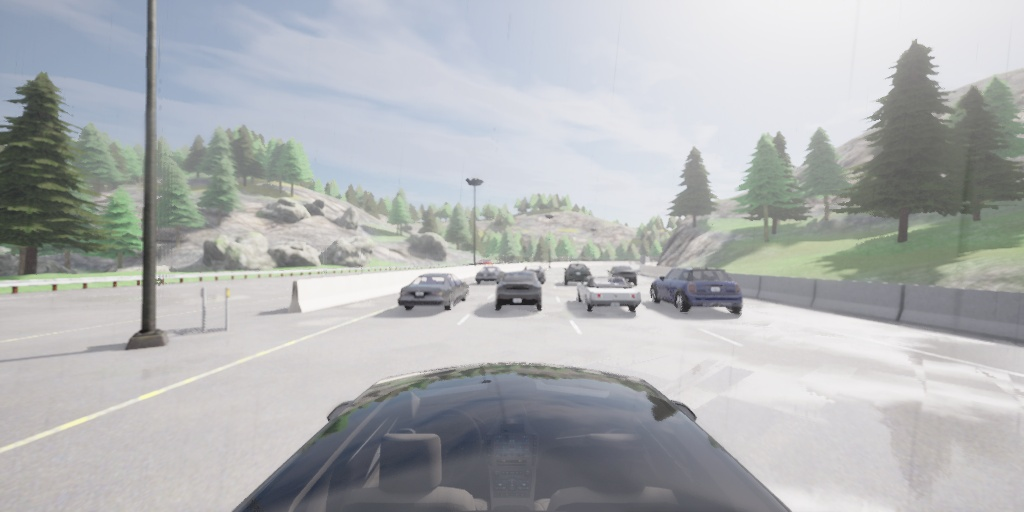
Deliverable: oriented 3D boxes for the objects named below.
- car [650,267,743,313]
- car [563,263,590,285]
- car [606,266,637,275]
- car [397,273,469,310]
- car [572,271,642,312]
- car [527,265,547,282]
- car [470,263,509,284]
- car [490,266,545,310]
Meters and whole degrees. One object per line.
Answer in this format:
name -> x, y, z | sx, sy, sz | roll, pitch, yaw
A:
car -> 7.336, 1.228, 14.794 | 2.097, 1.767, 4.553 | 0, -1, 4
car -> 5.254, 1.359, 29.010 | 2.097, 1.767, 4.553 | 0, -1, 8
car -> 8.753, 1.516, 28.735 | 1.837, 1.490, 4.892 | 0, 0, 8
car -> -3.154, 1.422, 15.345 | 2.033, 1.411, 5.357 | 0, -1, 4
car -> 3.842, 1.478, 15.030 | 1.895, 1.301, 4.718 | 0, 0, 4
car -> 1.819, 1.505, 29.691 | 2.128, 1.511, 4.902 | 0, 0, 8
car -> -1.698, 1.559, 29.872 | 2.033, 1.411, 5.357 | 0, -1, 8
car -> 0.366, 1.386, 15.436 | 1.837, 1.490, 4.892 | 0, 0, 4
